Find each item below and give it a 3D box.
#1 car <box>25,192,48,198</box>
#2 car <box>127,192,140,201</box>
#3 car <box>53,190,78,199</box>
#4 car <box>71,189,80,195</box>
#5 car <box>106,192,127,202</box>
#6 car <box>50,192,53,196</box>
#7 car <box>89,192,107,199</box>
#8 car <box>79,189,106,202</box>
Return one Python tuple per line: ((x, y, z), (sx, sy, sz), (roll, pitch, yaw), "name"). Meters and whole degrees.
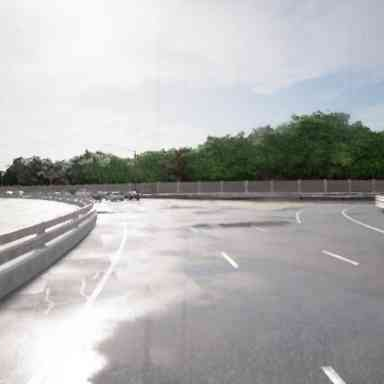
((-35.227, 0.686, 75.915), (5.357, 1.411, 2.033), (0, 1, 41), "car")
((-10.874, 0.733, 58.628), (1.837, 1.490, 4.892), (-1, 1, -35), "car")
((-25.130, 0.761, 65.870), (2.033, 1.411, 5.357), (-1, 1, -41), "car")
((-22.017, 0.399, 67.590), (2.150, 2.045, 5.566), (-1, 1, -41), "car")
((-13.013, 0.888, 55.512), (1.895, 1.301, 4.718), (-1, 1, -33), "car")
((-32.425, 0.648, 78.097), (4.181, 1.385, 1.994), (0, 1, 41), "car")
((-19.898, 0.671, 70.523), (1.994, 1.385, 4.181), (-1, 1, -41), "car")
((-16.211, 0.683, 54.006), (2.097, 1.767, 4.553), (-1, 1, -33), "car")
